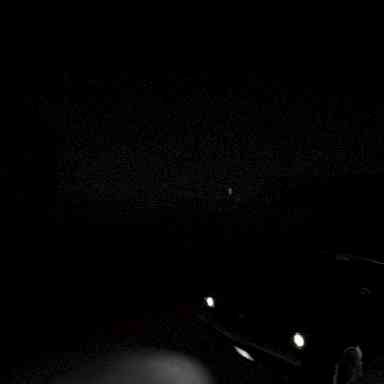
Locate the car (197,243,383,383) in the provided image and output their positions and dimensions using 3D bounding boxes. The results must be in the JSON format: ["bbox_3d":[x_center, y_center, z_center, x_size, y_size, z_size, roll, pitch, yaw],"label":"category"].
[{"bbox_3d":[2.413,1.564,5.175,4.718,1.301,1.895,-1,0,-35],"label":"car"}]

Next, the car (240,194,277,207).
[{"bbox_3d":[7.542,1.135,37.985,2.097,1.767,4.553,-1,0,-35],"label":"car"}]
